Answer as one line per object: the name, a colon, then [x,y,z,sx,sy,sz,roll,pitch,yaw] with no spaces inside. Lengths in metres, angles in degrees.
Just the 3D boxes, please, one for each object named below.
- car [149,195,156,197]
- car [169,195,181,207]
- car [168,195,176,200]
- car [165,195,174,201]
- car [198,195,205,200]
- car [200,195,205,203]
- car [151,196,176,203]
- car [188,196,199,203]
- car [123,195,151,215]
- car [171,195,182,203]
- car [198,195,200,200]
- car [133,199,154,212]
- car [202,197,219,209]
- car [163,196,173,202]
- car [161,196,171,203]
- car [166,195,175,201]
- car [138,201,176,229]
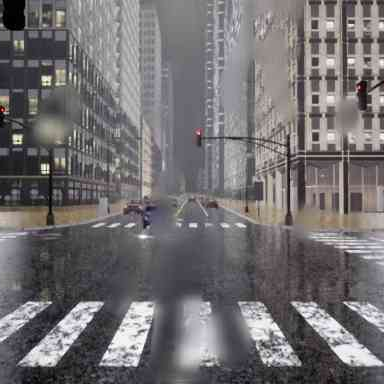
car: [-5.688,1.331,44.924,2.192,1.841,5.009,1,0,0]
car: [-3.110,1.565,49.289,2.033,1.411,5.357,0,0,0]
car: [-5.712,1.602,95.101,1.947,1.339,4.313,1,0,0]
car: [-5.707,1.576,83.950,1.887,1.381,4.507,1,0,0]
car: [2.669,1.581,95.185,1.887,1.381,4.507,1,0,0]
car: [2.684,1.546,56.315,1.752,1.417,4.829,1,0,0]
car: [-3.110,1.516,36.108,1.837,1.490,4.892,0,0,0]
car: [0.058,1.572,70.490,2.033,1.411,5.357,0,0,0]
car: [-5.686,1.452,33.774,1.967,1.590,4.097,1,0,0]
car: [-3.024,1.354,64.852,1.812,1.442,4.674,0,0,0]
car: [2.681,1.588,61.722,1.947,1.339,4.313,1,0,0]
car: [-5.691,1.596,39.349,1.802,1.307,4.206,1,0,0]
car: [2.687,1.598,44.989,1.802,1.307,4.206,1,0,0]
car: [-5.705,1.580,78.375,2.008,1.369,4.403,1,0,0]
car: [-5.703,1.571,72.800,1.887,1.381,4.507,1,0,0]
car: [-5.709,1.584,89.526,2.008,1.369,4.403,1,0,0]
car: [-2.378,1.533,21.771,1.812,1.442,4.674,0,0,-10]
